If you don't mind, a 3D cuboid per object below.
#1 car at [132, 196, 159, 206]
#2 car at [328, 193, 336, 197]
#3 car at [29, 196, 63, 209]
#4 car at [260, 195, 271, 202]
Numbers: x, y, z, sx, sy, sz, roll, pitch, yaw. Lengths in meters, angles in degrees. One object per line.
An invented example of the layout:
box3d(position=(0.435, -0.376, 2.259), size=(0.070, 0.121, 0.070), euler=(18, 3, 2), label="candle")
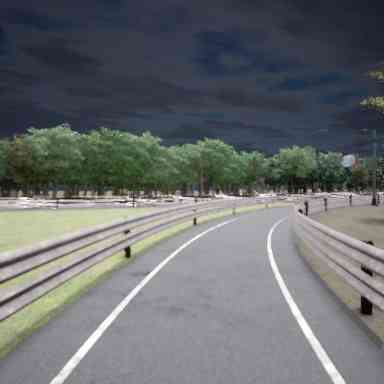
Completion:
box3d(position=(-7.454, 1.441, 54.695), size=(4.902, 1.511, 2.128), euler=(0, 1, -28), label="car")
box3d(position=(33.311, 0.918, 76.079), size=(5.008, 1.535, 1.882), euler=(-1, 1, -28), label="car")
box3d(position=(-20.838, 1.343, 47.672), size=(4.553, 1.767, 2.097), euler=(0, 0, -28), label="car")
box3d(position=(15.545, 1.236, 66.761), size=(4.181, 1.385, 1.994), euler=(-1, 1, -28), label="car")
